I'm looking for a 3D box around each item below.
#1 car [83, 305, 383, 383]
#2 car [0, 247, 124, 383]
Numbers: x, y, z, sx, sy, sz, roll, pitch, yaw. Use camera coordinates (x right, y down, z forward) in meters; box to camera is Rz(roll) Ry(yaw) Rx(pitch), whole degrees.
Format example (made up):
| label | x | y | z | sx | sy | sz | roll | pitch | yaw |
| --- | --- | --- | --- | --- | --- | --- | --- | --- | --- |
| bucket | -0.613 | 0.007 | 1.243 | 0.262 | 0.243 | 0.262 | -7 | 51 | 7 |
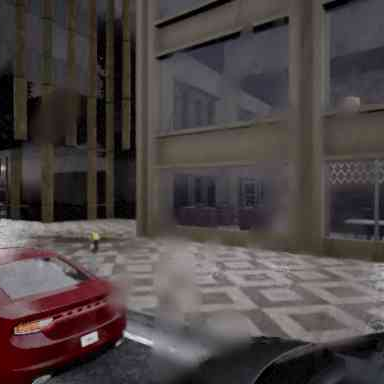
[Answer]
| label | x | y | z | sx | sy | sz | roll | pitch | yaw |
| --- | --- | --- | --- | --- | --- | --- | --- | --- | --- |
| car | 1.590 | 1.567 | 1.830 | 4.313 | 1.339 | 1.947 | 0 | 0 | 36 |
| car | -2.983 | 1.535 | 5.095 | 4.507 | 1.381 | 1.887 | 0 | 0 | 36 |
